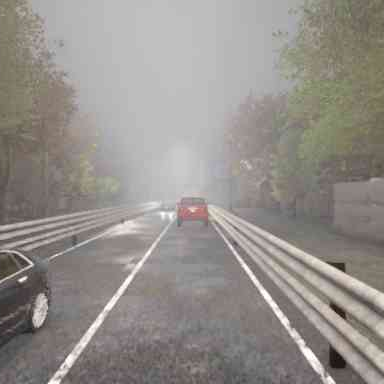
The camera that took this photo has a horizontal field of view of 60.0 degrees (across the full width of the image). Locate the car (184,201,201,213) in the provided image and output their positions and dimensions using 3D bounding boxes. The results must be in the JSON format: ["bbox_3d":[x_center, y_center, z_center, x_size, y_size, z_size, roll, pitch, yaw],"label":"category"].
[{"bbox_3d":[0.083,1.886,43.010,2.128,1.511,4.902,0,-1,0],"label":"car"}]

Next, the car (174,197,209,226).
[{"bbox_3d":[0.074,1.351,24.387,2.150,2.045,5.566,0,-1,1],"label":"car"}]

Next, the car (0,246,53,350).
[{"bbox_3d":[-3.350,1.509,3.979,1.837,1.490,4.892,0,0,0],"label":"car"}]

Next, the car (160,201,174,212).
[{"bbox_3d":[-3.344,1.953,46.692,2.128,1.511,4.902,0,-1,0],"label":"car"}]
